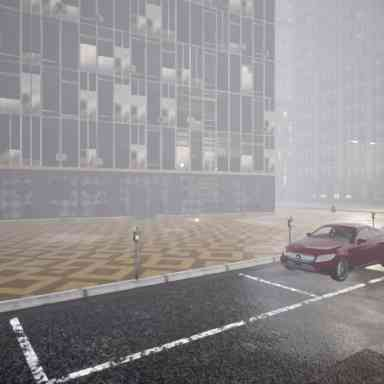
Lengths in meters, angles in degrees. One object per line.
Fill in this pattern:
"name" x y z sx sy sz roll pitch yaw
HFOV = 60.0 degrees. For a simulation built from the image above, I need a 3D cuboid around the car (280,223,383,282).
"car" 4.404 1.579 9.712 4.206 1.307 1.802 0 0 -36
